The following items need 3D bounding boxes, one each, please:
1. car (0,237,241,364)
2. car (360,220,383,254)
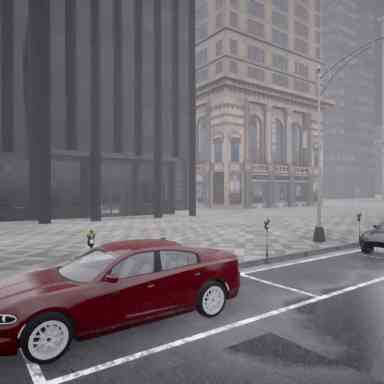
[{"bbox_3d":[-1.155,1.544,5.830,4.507,1.381,1.887,0,0,-36],"label":"car"},{"bbox_3d":[8.022,1.564,12.391,4.313,1.339,1.947,0,0,-36],"label":"car"}]
